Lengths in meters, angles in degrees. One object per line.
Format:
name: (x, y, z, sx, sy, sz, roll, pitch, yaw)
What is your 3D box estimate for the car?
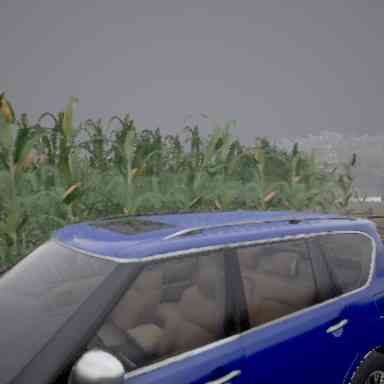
car: (-0.349, 1.227, 2.721, 5.566, 2.045, 2.150, 1, 0, -35)
